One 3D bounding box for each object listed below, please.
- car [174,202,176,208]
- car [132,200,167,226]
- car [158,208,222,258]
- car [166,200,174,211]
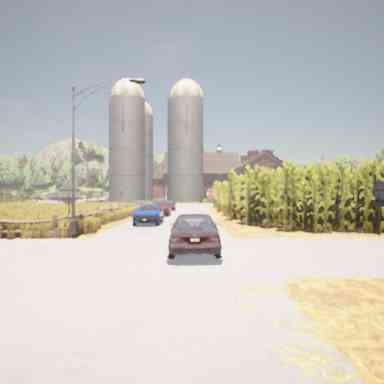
[{"bbox_3d":[-3.154,1.768,45.076,2.033,1.411,5.357,0,0,0],"label":"car"},{"bbox_3d":[-3.195,1.618,24.859,1.882,1.535,5.008,0,0,0],"label":"car"},{"bbox_3d":[0.087,1.545,12.695,2.033,1.411,5.357,0,-1,0],"label":"car"},{"bbox_3d":[-3.193,1.676,34.431,1.882,1.535,5.008,0,0,0],"label":"car"}]
